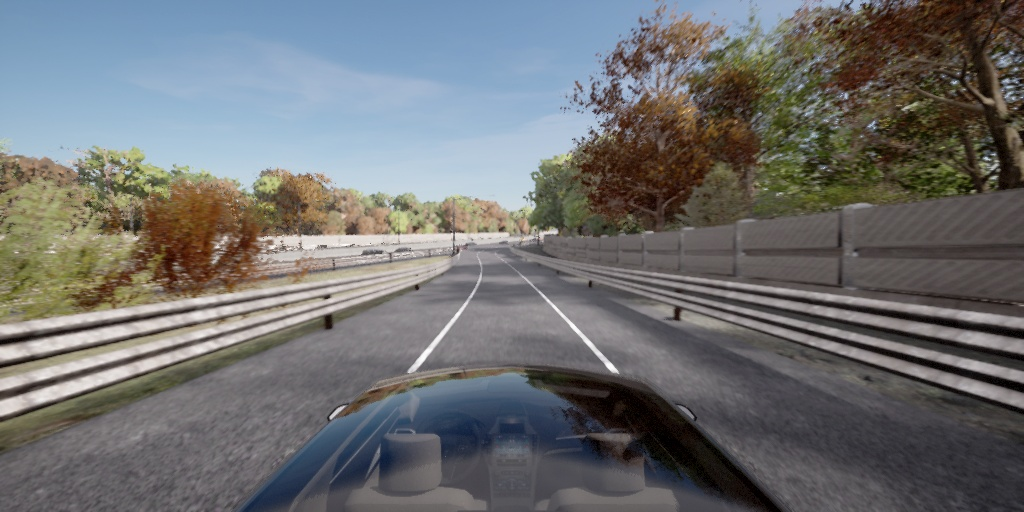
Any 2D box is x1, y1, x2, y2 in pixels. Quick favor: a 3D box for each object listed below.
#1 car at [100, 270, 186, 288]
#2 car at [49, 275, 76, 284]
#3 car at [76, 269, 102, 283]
[{"bbox_3d":[-28.924,1.824,28.679,1.812,1.442,4.674,1,4,18],"label":"car"},{"bbox_3d":[-35.623,1.678,30.709,1.882,1.535,5.008,1,4,18],"label":"car"},{"bbox_3d":[-32.271,1.812,29.706,1.994,1.385,4.181,1,4,18],"label":"car"}]
